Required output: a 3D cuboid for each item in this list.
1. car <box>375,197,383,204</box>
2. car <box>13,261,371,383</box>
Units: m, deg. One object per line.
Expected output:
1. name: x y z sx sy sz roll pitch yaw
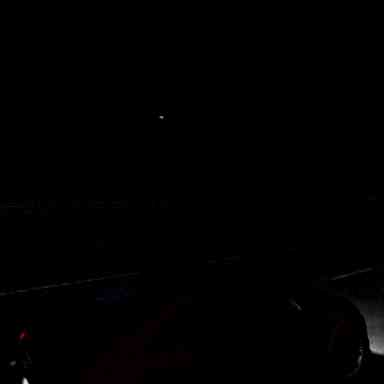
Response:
1. car: 33.859 1.641 58.121 4.674 1.442 1.812 0 0 -35
2. car: 0.256 1.566 3.929 4.181 1.385 1.994 0 0 -36
